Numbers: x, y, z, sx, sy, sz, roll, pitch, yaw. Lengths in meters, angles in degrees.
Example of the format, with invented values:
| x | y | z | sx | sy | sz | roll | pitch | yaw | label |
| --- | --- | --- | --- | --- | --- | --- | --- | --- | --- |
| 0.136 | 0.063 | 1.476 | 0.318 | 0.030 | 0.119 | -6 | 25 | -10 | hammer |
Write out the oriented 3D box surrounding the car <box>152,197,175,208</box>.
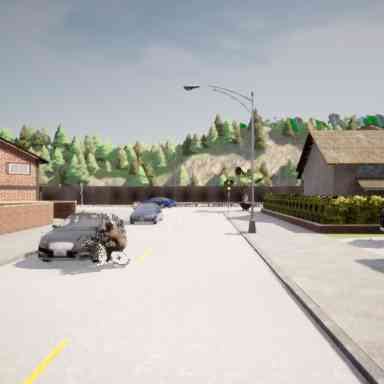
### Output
| x | y | z | sx | sy | sz | roll | pitch | yaw | label |
| --- | --- | --- | --- | --- | --- | --- | --- | --- | --- |
| -4.826 | 1.477 | 46.425 | 5.008 | 1.535 | 1.882 | 0 | 0 | 27 | car |

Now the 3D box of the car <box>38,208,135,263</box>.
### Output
| x | y | z | sx | sy | sz | roll | pitch | yaw | label |
| --- | --- | --- | --- | --- | --- | --- | --- | --- | --- |
| -3.723 | 1.491 | 12.043 | 2.128 | 1.511 | 4.902 | 0 | 0 | 2 | car |

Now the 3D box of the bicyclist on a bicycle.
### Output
| x | y | z | sx | sy | sz | roll | pitch | yaw | label |
| --- | --- | --- | --- | --- | --- | --- | --- | --- | --- |
| -2.386 | 1.430 | 9.423 | 1.656 | 0.582 | 1.620 | 26 | -49 | -9 | bicyclist on a bicycle |

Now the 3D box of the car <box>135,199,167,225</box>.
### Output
| x | y | z | sx | sy | sz | roll | pitch | yaw | label |
| --- | --- | --- | --- | --- | --- | --- | --- | --- | --- |
| -3.224 | 1.526 | 24.239 | 1.812 | 1.442 | 4.674 | 0 | 0 | 2 | car |
